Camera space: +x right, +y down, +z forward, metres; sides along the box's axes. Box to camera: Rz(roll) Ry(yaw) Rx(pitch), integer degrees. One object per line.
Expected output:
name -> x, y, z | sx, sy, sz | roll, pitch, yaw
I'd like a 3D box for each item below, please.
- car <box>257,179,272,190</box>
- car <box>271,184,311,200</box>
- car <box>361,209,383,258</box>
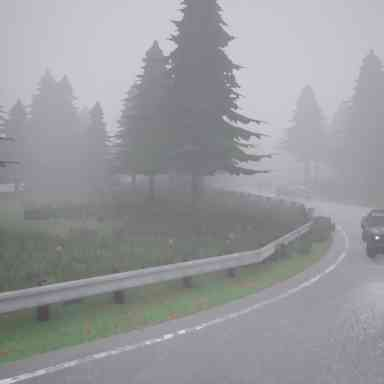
car -> 10.143, -1.109, 46.614 | 1.837, 1.490, 4.892 | 1, 4, 14
car -> 9.904, -0.099, 32.754 | 1.812, 1.442, 4.674 | 2, 4, -13
car -> 6.970, 1.329, 11.416 | 1.895, 1.301, 4.718 | 1, 3, 24
